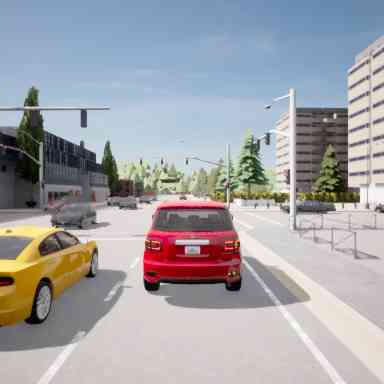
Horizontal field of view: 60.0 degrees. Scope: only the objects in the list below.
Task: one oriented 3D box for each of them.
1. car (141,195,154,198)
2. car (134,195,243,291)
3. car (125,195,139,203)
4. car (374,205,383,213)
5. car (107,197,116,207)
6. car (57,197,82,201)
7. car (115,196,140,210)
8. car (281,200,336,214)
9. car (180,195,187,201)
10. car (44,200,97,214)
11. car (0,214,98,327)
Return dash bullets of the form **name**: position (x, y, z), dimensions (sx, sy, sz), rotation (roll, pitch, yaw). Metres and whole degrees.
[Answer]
- **car**: position (-8.690, 1.502, 61.240), dimensions (1.837, 1.490, 4.892), rotation (0, 0, -1)
- **car**: position (0.016, 1.221, 9.135), dimensions (2.150, 2.045, 5.566), rotation (0, 0, 0)
- **car**: position (-12.320, 1.488, 68.229), dimensions (2.128, 1.511, 4.902), rotation (0, 0, -2)
- **car**: position (22.166, 1.545, 34.908), dimensions (5.357, 1.411, 2.033), rotation (0, 0, -2)
- **car**: position (-11.963, 1.502, 51.958), dimensions (1.837, 1.490, 4.892), rotation (0, 0, -2)
- **car**: position (-13.412, 1.348, 35.377), dimensions (2.097, 1.767, 4.553), rotation (-1, 0, 27)
- **car**: position (-8.192, 1.502, 42.792), dimensions (1.837, 1.490, 4.892), rotation (0, 0, -2)
- **car**: position (12.083, 1.545, 34.603), dimensions (5.357, 1.411, 2.033), rotation (0, 0, -2)
- **car**: position (-2.338, 1.518, 87.216), dimensions (1.812, 1.442, 4.674), rotation (0, 0, -2)
- **car**: position (-7.441, 1.503, 21.389), dimensions (1.837, 1.490, 4.892), rotation (0, 0, -2)
- **car**: position (-3.478, 1.477, 7.147), dimensions (1.882, 1.535, 5.008), rotation (0, 0, 0)
